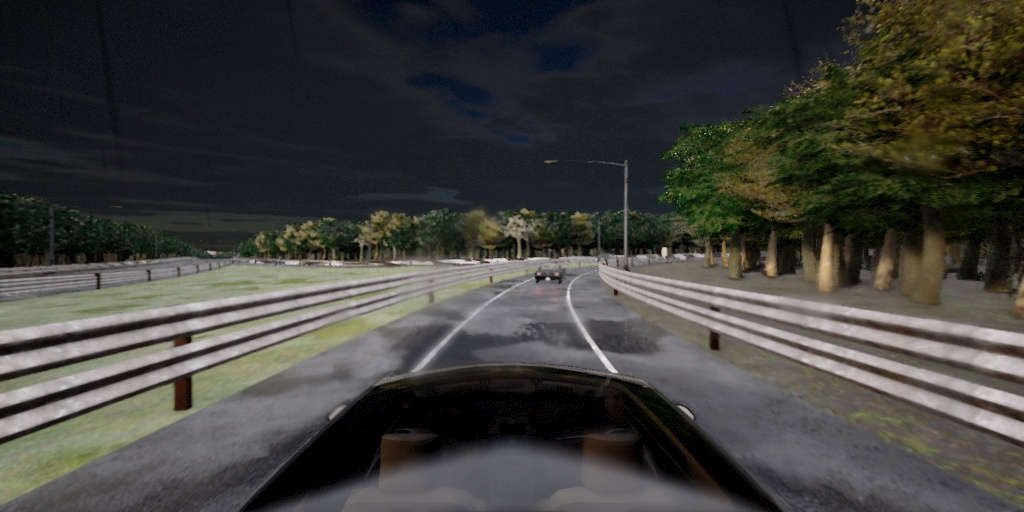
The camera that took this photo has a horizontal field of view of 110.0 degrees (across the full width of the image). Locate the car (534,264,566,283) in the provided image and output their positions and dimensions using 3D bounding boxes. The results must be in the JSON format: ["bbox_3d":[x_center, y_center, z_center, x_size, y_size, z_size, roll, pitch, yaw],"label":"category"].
[{"bbox_3d":[2.936,1.248,26.436,1.895,1.301,4.718,0,1,13],"label":"car"}]

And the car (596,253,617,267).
[{"bbox_3d":[14.869,0.609,55.754,2.150,2.045,5.566,0,1,32],"label":"car"}]
